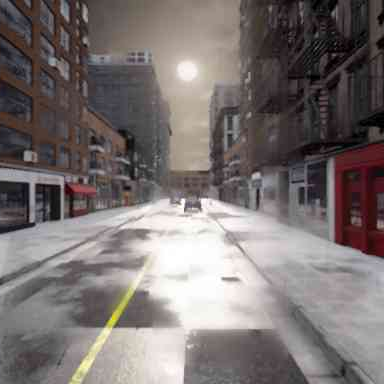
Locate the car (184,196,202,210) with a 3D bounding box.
[{"bbox_3d":[0.103,1.325,41.781,2.097,1.767,4.553,0,0,0],"label":"car"}]

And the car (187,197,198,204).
[{"bbox_3d":[0.106,1.597,63.852,1.895,1.301,4.718,0,0,0],"label":"car"}]

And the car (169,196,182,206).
[{"bbox_3d":[-2.749,1.501,56.100,1.837,1.490,4.892,0,0,0],"label":"car"}]
